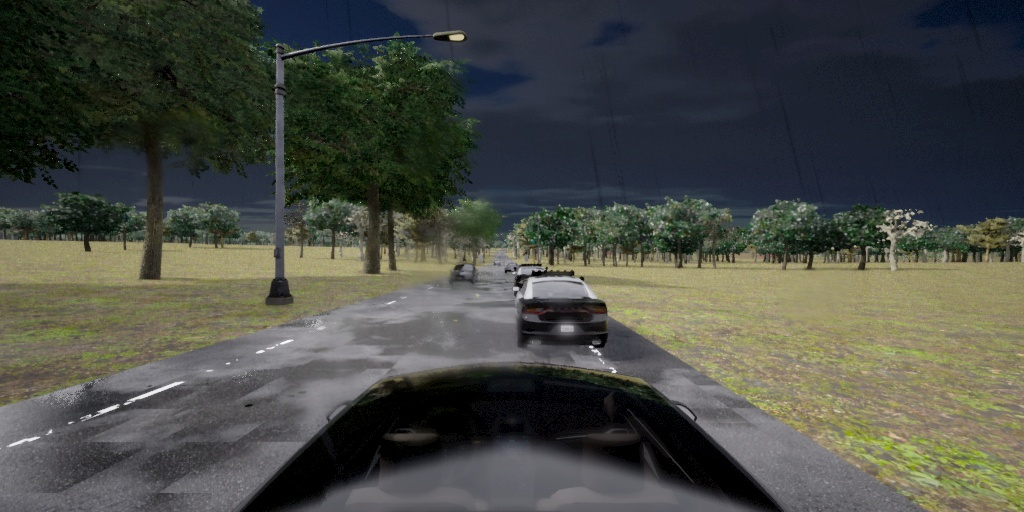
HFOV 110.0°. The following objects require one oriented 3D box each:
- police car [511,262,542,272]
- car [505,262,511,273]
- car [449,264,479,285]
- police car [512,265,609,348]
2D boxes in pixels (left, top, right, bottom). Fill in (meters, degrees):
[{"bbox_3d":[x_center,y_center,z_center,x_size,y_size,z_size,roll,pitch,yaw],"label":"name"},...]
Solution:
[{"bbox_3d":[1.051,1.219,19.406,1.930,1.638,5.238,0,0,0],"label":"police car"},{"bbox_3d":[0.027,1.571,47.843,1.994,1.385,4.181,0,0,0],"label":"car"},{"bbox_3d":[-3.597,1.348,27.353,1.837,1.490,4.892,0,0,0],"label":"car"},{"bbox_3d":[1.050,1.183,9.401,1.930,1.638,5.238,0,0,0],"label":"police car"}]
